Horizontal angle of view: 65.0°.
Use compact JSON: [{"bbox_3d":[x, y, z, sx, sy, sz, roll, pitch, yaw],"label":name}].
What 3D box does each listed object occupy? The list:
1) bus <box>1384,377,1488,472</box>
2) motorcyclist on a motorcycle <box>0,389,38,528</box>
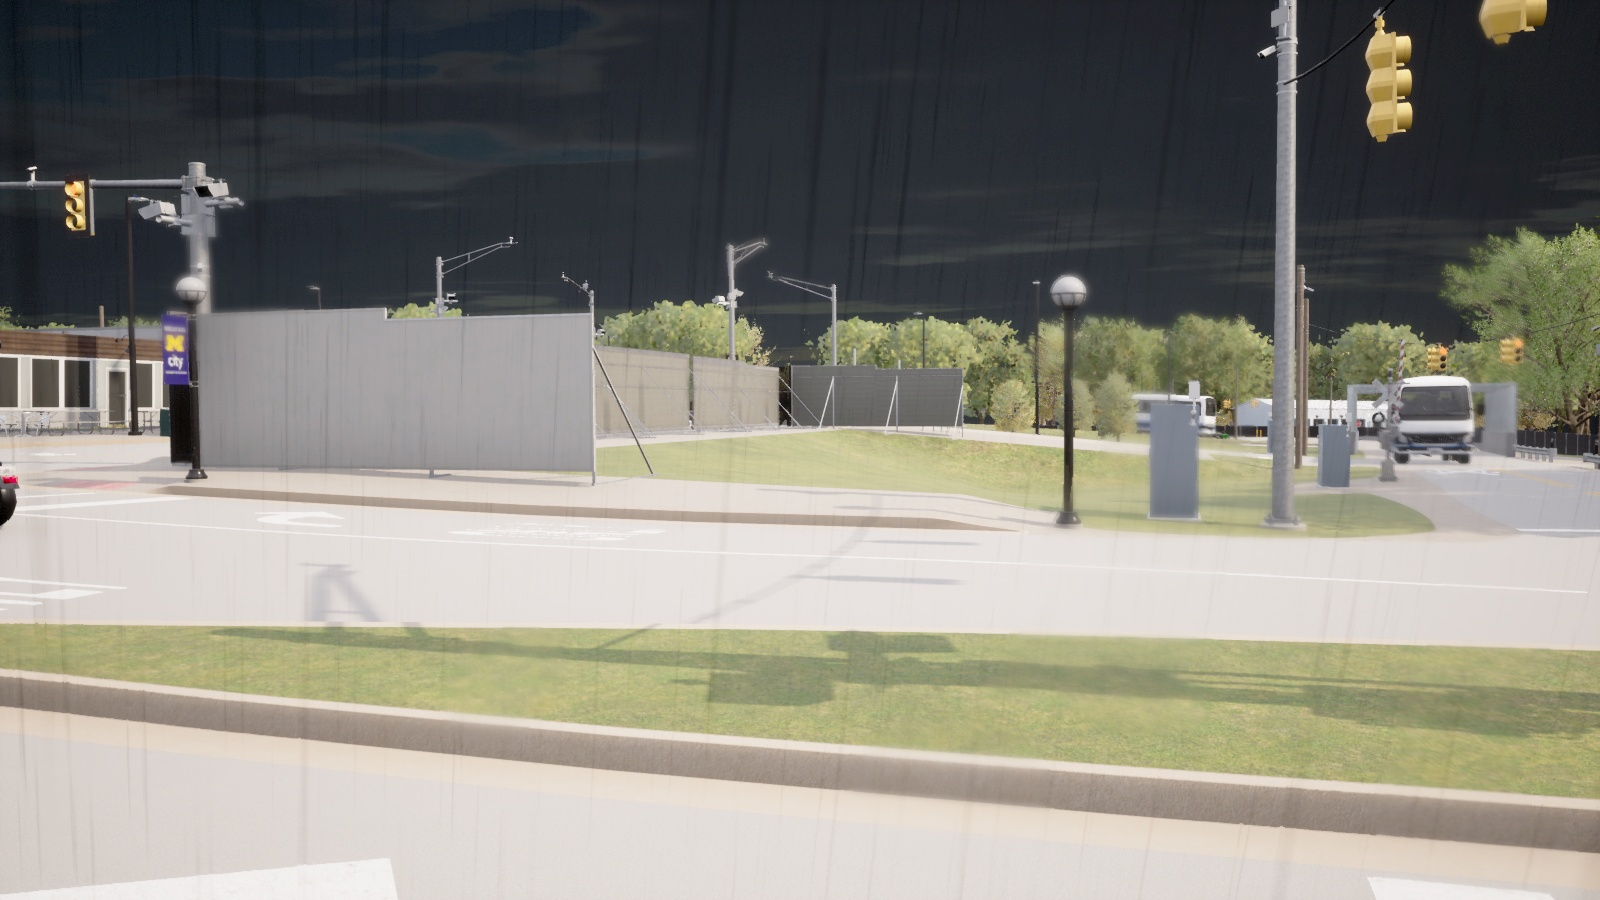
[{"bbox_3d":[31.211,-1.238,62.093,3.944,4.253,10.273,0,1,24],"label":"bus"},{"bbox_3d":[-10.608,0.053,15.368,2.350,1.649,0.766,2,2,15],"label":"motorcyclist on a motorcycle"}]
